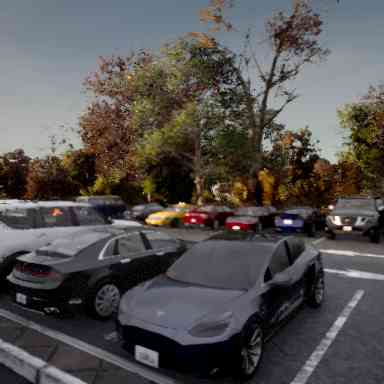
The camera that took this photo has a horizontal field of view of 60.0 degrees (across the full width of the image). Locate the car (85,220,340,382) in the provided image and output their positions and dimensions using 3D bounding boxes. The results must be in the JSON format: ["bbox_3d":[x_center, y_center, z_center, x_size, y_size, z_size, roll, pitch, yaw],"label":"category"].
[{"bbox_3d":[0.858,1.507,5.822,2.163,1.488,4.792,0,0,35],"label":"car"}]

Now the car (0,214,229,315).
[{"bbox_3d":[-1.408,1.489,7.463,2.231,1.521,4.892,0,0,35],"label":"car"}]

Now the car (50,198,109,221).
[{"bbox_3d":[-9.858,1.459,29.494,2.185,1.767,4.553,0,0,35],"label":"car"}]

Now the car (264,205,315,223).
[{"bbox_3d":[6.062,1.520,18.241,2.163,1.488,4.792,0,0,35],"label":"car"}]

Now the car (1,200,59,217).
[{"bbox_3d":[-16.639,1.647,34.374,2.097,1.535,5.008,-1,0,36],"label":"car"}]

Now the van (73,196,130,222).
[{"bbox_3d":[-7.508,1.343,28.000,1.878,1.987,4.442,0,0,35],"label":"van"}]

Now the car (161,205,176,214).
[{"bbox_3d":[-0.873,1.527,22.909,1.946,1.575,5.366,0,0,35],"label":"car"}]

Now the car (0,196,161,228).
[{"bbox_3d":[-3.678,1.250,9.117,2.435,2.045,5.566,0,0,35],"label":"car"}]

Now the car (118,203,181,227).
[{"bbox_3d":[-3.037,1.583,24.672,2.002,1.452,4.674,0,0,35],"label":"car"}]

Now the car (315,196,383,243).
[{"bbox_3d":[8.296,1.228,16.583,2.435,2.045,5.566,0,0,35],"label":"car"}]

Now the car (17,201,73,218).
[{"bbox_3d":[-14.371,1.664,32.753,2.002,1.452,4.674,-1,0,36],"label":"car"}]

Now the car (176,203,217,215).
[{"bbox_3d":[1.502,1.517,21.440,2.097,1.535,5.008,0,0,35],"label":"car"}]

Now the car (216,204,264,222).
[{"bbox_3d":[3.758,1.533,19.807,2.163,1.488,4.792,0,0,35],"label":"car"}]
